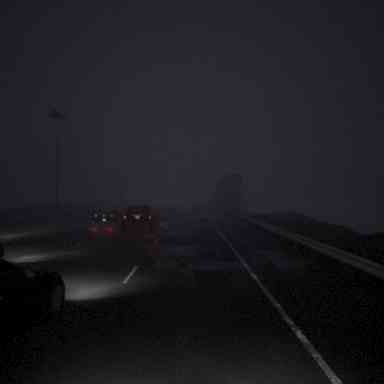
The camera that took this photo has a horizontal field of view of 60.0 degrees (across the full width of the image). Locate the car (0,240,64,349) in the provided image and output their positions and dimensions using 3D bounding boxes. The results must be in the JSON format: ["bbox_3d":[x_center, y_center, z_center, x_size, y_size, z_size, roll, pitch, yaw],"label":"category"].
[{"bbox_3d":[-3.402,1.583,4.610,1.812,1.442,4.674,0,-1,0],"label":"car"}]

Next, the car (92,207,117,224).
[{"bbox_3d":[-6.914,1.943,28.391,1.895,1.301,4.718,0,-1,0],"label":"car"}]

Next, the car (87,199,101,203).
[{"bbox_3d":[-20.932,2.212,71.330,2.097,1.767,4.553,0,-1,1],"label":"car"}]

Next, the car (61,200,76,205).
[{"bbox_3d":[-27.848,2.494,75.050,1.895,1.301,4.718,0,-1,1],"label":"car"}]

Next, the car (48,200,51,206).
[{"bbox_3d":[-31.454,2.320,70.102,1.882,1.535,5.008,0,-1,1],"label":"car"}]

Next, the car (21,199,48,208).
[{"bbox_3d":[-24.550,2.143,51.318,1.812,1.442,4.674,0,0,1],"label":"car"}]

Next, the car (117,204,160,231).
[{"bbox_3d":[-3.412,1.628,22.869,2.097,1.767,4.553,0,-1,0],"label":"car"}]
